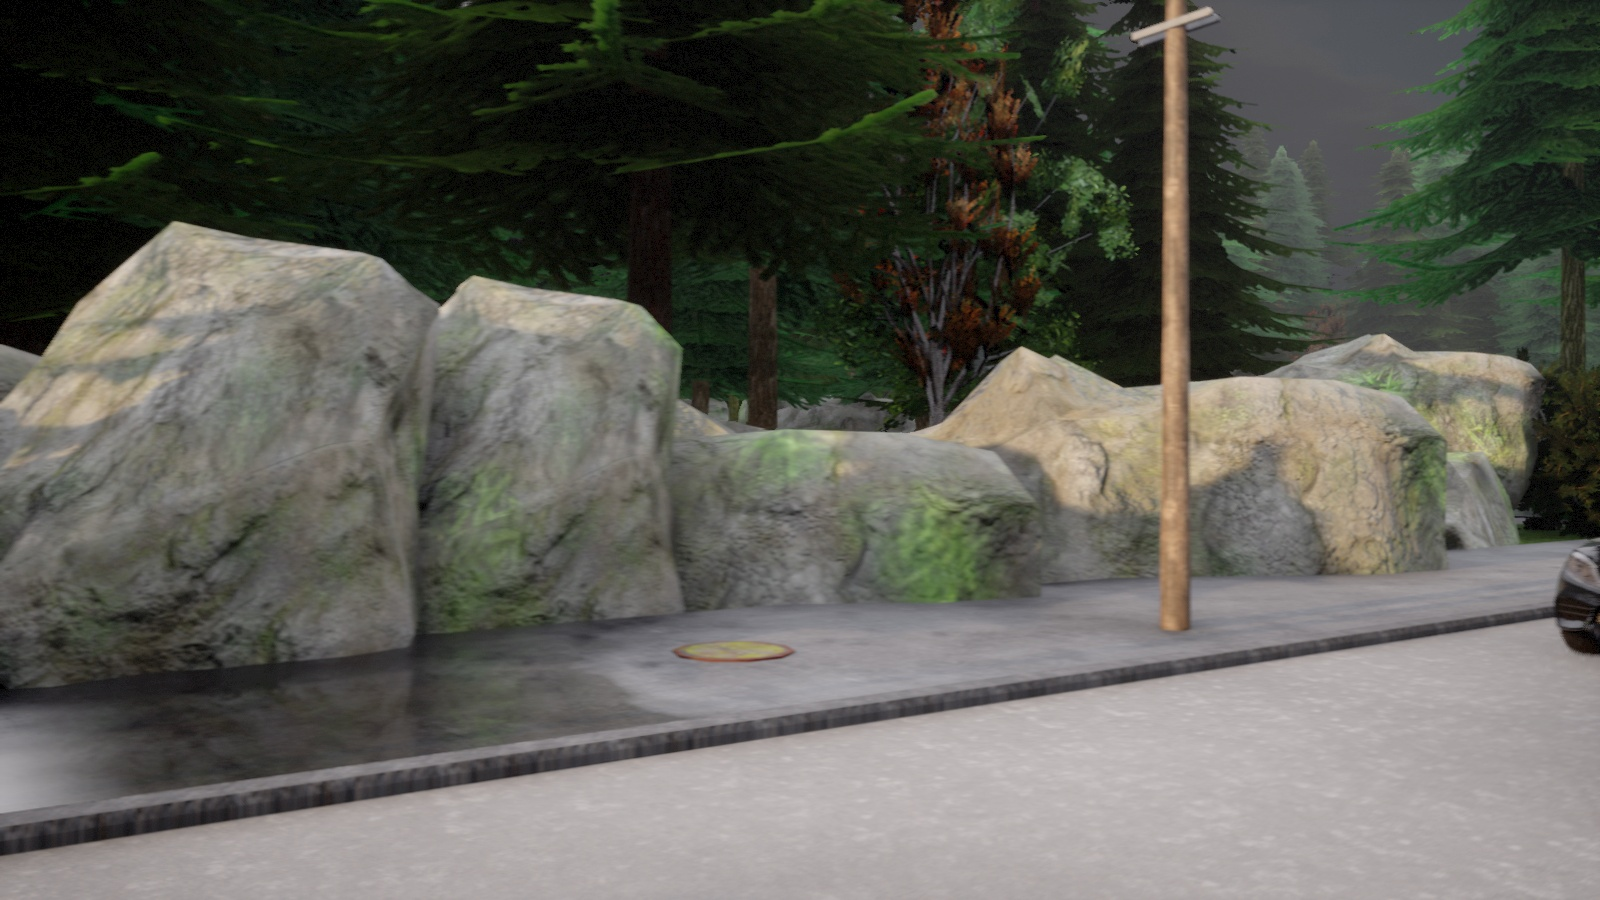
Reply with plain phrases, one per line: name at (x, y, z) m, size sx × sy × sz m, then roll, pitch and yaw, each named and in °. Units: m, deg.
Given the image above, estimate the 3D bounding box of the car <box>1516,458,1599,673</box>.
car at (7.516, 0.778, 9.498) m, size 4.674 × 1.442 × 1.812 m, roll 0°, pitch 0°, yaw -35°
